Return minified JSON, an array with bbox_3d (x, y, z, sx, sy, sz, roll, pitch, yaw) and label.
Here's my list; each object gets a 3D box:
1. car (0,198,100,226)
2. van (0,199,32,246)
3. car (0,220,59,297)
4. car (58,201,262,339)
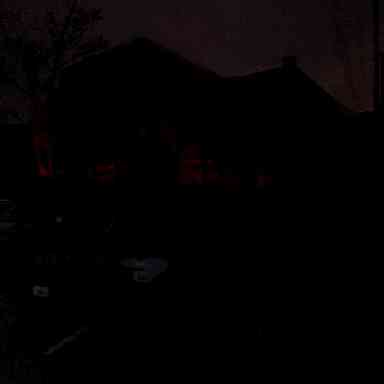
[{"bbox_3d":[-4.568,1.264,10.465,2.435,2.045,5.566,1,-1,17],"label":"car"},{"bbox_3d":[-9.258,1.300,14.173,1.878,1.987,4.442,0,-1,17],"label":"van"},{"bbox_3d":[-2.198,1.541,8.680,2.163,1.488,4.792,1,-1,17],"label":"car"},{"bbox_3d":[0.156,1.257,6.956,2.435,2.045,5.566,0,-1,17],"label":"car"}]
